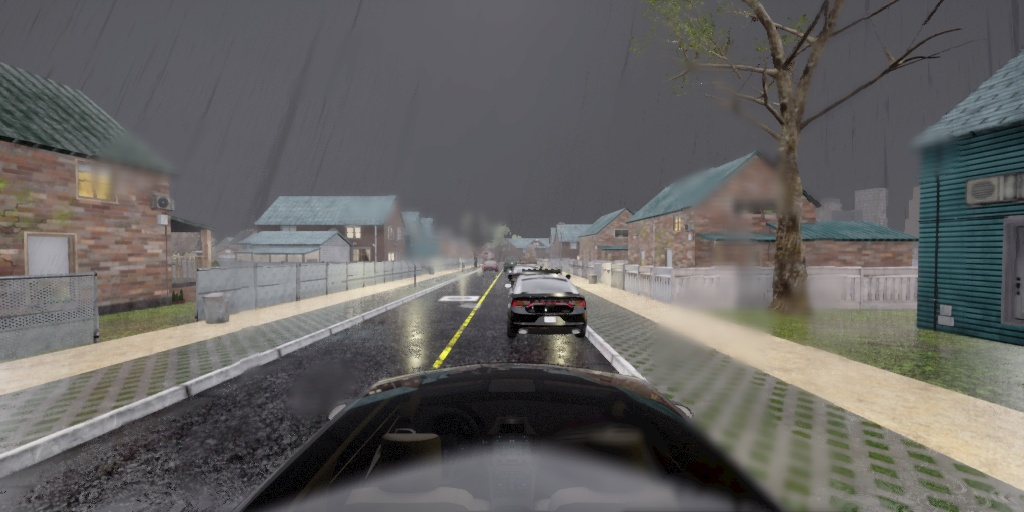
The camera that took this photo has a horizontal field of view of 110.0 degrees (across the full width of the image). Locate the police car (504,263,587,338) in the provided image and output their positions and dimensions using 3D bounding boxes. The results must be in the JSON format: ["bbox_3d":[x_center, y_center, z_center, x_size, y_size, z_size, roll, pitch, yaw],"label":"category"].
[{"bbox_3d":[0.827,1.175,10.360,1.930,1.638,5.238,0,0,0],"label":"police car"}]

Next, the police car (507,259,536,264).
[{"bbox_3d":[0.829,1.182,20.362,1.930,1.638,5.238,0,0,0],"label":"police car"}]

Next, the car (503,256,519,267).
[{"bbox_3d":[0.030,1.027,47.008,2.150,2.045,5.566,0,0,0],"label":"car"}]

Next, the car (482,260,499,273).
[{"bbox_3d":[-2.741,1.280,45.882,1.882,1.535,5.008,0,0,0],"label":"car"}]
